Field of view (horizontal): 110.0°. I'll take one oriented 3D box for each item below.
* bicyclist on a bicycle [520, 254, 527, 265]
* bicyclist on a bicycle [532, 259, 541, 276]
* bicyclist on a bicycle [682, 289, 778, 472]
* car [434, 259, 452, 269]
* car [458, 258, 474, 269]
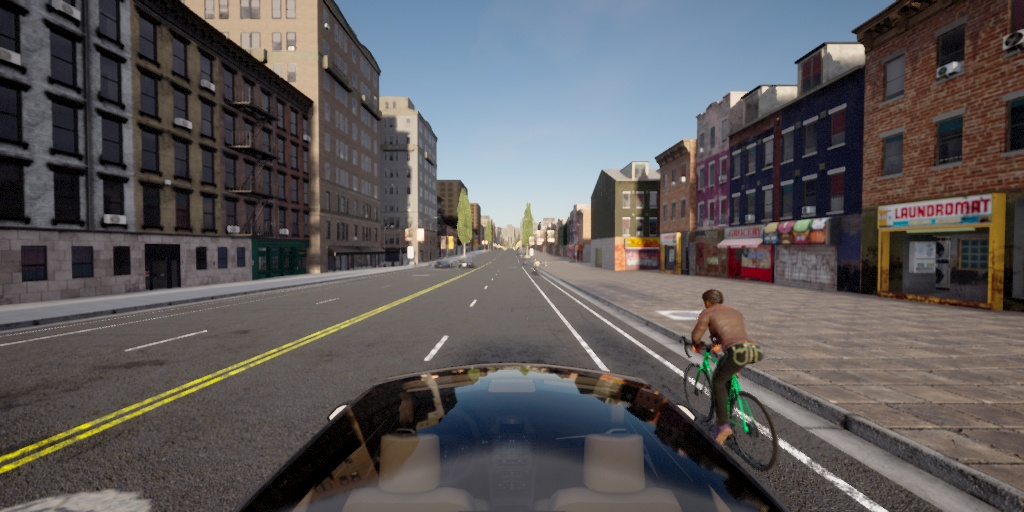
[{"bbox_3d":[2.273,0.852,62.369,0.659,1.776,1.843,0,1,0],"label":"bicyclist on a bicycle"},{"bbox_3d":[2.446,1.113,34.976,0.866,1.612,1.509,0,0,-2],"label":"bicyclist on a bicycle"},{"bbox_3d":[2.272,1.202,3.893,0.582,1.620,1.656,0,0,0],"label":"bicyclist on a bicycle"},{"bbox_3d":[-9.806,1.133,51.363,1.994,1.385,4.181,0,0,1],"label":"car"},{"bbox_3d":[-6.553,1.057,51.804,2.128,1.511,4.902,0,0,1],"label":"car"}]
